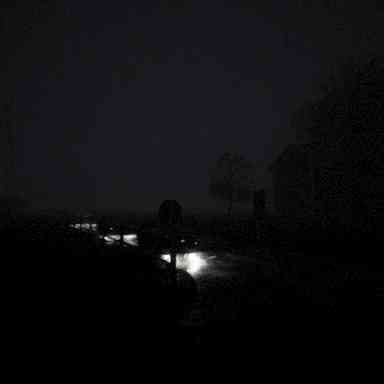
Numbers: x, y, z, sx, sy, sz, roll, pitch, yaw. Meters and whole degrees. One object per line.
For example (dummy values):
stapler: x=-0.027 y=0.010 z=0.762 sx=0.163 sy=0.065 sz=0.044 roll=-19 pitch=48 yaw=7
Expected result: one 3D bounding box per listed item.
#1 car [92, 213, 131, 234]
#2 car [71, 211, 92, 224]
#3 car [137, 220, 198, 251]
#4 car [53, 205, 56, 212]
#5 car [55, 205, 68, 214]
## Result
car: x=-6.365 y=2.467 z=26.738 sx=1.837 sy=1.490 sz=4.892 roll=1 pitch=-2 yaw=-28
car: x=-13.011 y=2.972 z=39.453 sx=1.812 sy=1.442 sz=4.674 roll=1 pitch=-3 yaw=-27
car: x=-1.371 y=2.162 z=17.205 sx=1.994 sy=1.385 sz=4.181 roll=1 pitch=-3 yaw=-28
car: x=-35.573 y=4.363 z=88.562 sx=2.150 sy=2.045 sz=5.566 roll=1 pitch=-3 yaw=-28
car: x=-30.850 y=4.441 z=79.540 sx=1.837 sy=1.490 sz=4.892 roll=1 pitch=-3 yaw=-28
